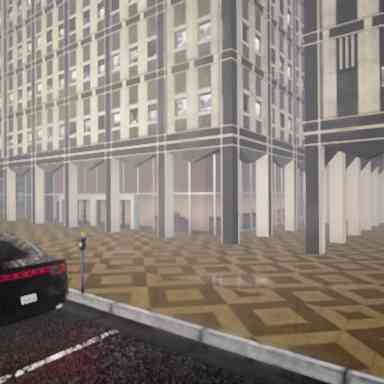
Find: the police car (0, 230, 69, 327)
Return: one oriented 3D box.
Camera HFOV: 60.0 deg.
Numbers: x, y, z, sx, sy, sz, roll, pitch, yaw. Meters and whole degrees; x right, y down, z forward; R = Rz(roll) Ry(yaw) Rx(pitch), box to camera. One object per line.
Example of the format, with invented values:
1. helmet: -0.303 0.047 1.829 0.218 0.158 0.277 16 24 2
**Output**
1. police car: -4.570 1.416 6.563 5.238 1.638 1.930 0 0 36
